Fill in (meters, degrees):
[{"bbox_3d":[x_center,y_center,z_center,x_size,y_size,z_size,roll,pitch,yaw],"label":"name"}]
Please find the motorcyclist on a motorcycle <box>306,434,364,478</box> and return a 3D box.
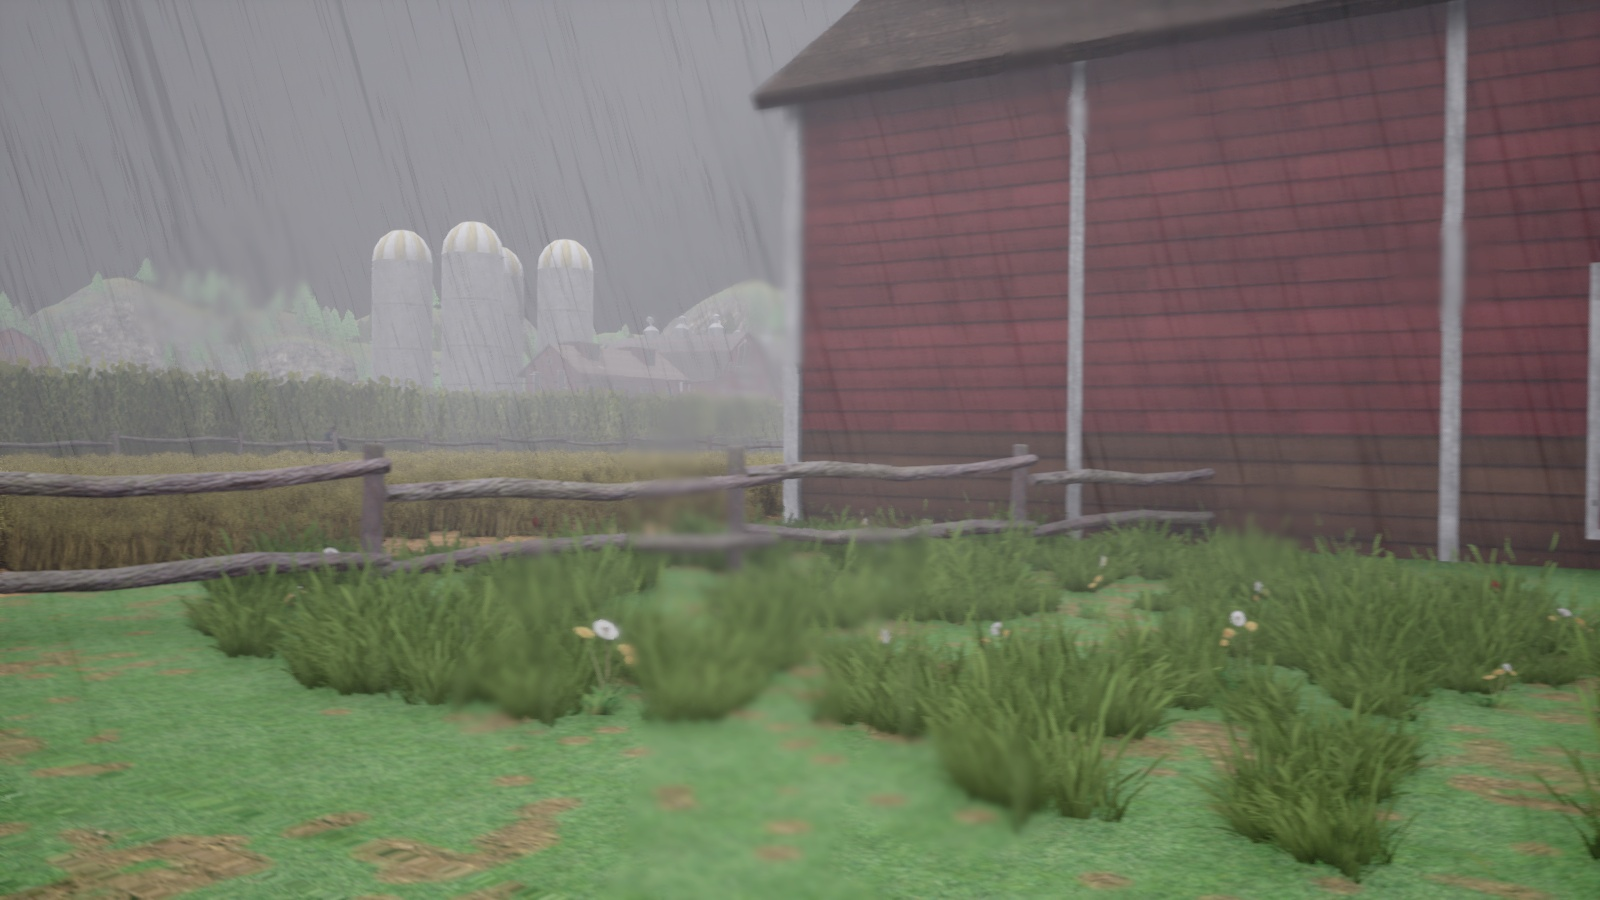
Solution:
[{"bbox_3d":[-17.257,0.205,46.629,0.866,1.590,1.817,0,1,33],"label":"motorcyclist on a motorcycle"}]
